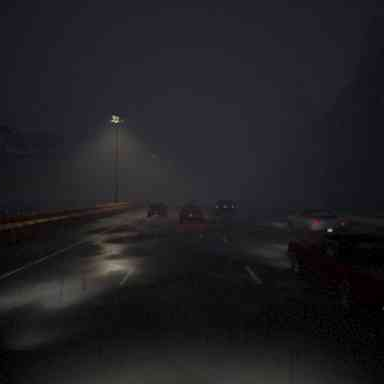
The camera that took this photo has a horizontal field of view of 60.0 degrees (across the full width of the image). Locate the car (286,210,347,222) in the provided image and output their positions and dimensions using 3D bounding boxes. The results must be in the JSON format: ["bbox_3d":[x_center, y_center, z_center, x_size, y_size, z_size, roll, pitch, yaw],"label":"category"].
[{"bbox_3d":[7.066,1.699,19.400,1.895,1.301,4.718,0,0,-2],"label":"car"}]

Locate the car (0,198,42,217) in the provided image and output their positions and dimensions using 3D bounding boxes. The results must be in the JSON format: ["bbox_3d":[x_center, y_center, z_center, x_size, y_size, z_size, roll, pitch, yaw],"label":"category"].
[{"bbox_3d":[-17.680,1.662,34.637,2.150,2.045,5.566,-1,-1,1],"label":"car"}]

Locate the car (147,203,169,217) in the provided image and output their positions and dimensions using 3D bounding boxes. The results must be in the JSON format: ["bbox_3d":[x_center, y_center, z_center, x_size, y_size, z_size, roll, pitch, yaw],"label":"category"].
[{"bbox_3d":[-3.581,1.848,35.554,1.812,1.442,4.674,-1,0,0],"label":"car"}]

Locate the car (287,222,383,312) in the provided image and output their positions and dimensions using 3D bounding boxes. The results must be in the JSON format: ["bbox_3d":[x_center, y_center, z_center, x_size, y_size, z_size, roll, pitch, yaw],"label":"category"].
[{"bbox_3d":[3.792,1.633,7.747,1.895,1.301,4.718,0,0,-2],"label":"car"}]

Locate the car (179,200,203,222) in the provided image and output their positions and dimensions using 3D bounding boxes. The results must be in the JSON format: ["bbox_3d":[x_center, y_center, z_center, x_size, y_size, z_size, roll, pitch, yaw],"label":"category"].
[{"bbox_3d":[-0.079,1.713,28.602,1.882,1.535,5.008,-1,-1,0],"label":"car"}]

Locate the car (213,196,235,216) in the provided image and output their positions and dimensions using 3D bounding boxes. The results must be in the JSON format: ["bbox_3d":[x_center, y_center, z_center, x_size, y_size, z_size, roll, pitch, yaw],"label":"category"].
[{"bbox_3d":[3.426,1.620,36.323,2.097,1.767,4.553,0,-1,0],"label":"car"}]
